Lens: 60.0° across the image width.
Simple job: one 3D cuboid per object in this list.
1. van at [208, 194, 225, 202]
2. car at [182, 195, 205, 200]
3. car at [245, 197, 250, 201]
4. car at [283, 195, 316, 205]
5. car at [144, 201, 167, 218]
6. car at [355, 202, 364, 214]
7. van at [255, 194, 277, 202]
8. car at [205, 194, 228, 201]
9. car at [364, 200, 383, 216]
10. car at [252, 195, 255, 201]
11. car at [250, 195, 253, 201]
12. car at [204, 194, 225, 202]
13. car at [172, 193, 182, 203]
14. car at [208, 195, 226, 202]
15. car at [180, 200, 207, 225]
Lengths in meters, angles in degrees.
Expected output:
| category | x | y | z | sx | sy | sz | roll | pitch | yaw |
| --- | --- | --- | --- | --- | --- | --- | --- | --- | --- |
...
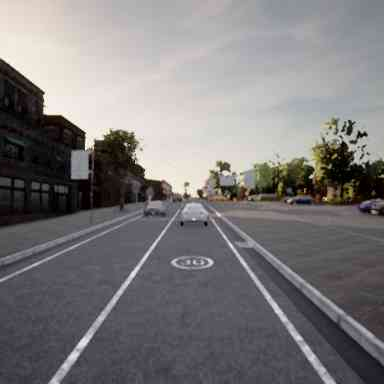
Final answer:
| category | x | y | z | sx | sy | sz | roll | pitch | yaw |
| --- | --- | --- | --- | --- | --- | --- | --- | --- | --- |
| van | 6.451 | 1.536 | 87.955 | 4.442 | 1.987 | 1.878 | 0 | -1 | 0 |
| car | 0.151 | 1.382 | 41.498 | 2.097 | 1.767 | 4.553 | 0 | 0 | 0 |
| car | 18.544 | 1.624 | 92.607 | 5.566 | 2.045 | 2.435 | 0 | -2 | -1 |
| car | 18.826 | 1.359 | 57.468 | 4.553 | 1.767 | 2.185 | 0 | 0 | 0 |
| car | -3.310 | 1.548 | 30.791 | 1.812 | 1.442 | 4.674 | 0 | 0 | 0 |
| car | 18.745 | 1.515 | 33.132 | 4.674 | 1.452 | 2.002 | 0 | 0 | 0 |
| van | 18.531 | 1.413 | 81.435 | 4.442 | 1.987 | 1.878 | 0 | -1 | 0 |
| car | 6.191 | 1.642 | 81.995 | 5.366 | 1.575 | 1.946 | 0 | -1 | 0 |
| car | 18.736 | 1.475 | 29.856 | 4.892 | 1.521 | 2.231 | 0 | 0 | 0 |
| car | 18.814 | 1.685 | 84.226 | 5.366 | 1.575 | 1.946 | 0 | -1 | 0 |
| car | 18.796 | 1.738 | 86.887 | 5.366 | 1.575 | 1.946 | 0 | -1 | 0 |
| car | 6.314 | 1.664 | 94.145 | 5.566 | 2.045 | 2.435 | 0 | -1 | -1 |
| car | -3.174 | 1.261 | 72.811 | 2.150 | 2.045 | 5.566 | 0 | 0 | 0 |
| car | 6.387 | 1.571 | 84.916 | 4.553 | 1.767 | 2.185 | 0 | -1 | 0 |
| car | 0.125 | 1.543 | 23.904 | 1.812 | 1.442 | 4.674 | 0 | 0 | 0 |
